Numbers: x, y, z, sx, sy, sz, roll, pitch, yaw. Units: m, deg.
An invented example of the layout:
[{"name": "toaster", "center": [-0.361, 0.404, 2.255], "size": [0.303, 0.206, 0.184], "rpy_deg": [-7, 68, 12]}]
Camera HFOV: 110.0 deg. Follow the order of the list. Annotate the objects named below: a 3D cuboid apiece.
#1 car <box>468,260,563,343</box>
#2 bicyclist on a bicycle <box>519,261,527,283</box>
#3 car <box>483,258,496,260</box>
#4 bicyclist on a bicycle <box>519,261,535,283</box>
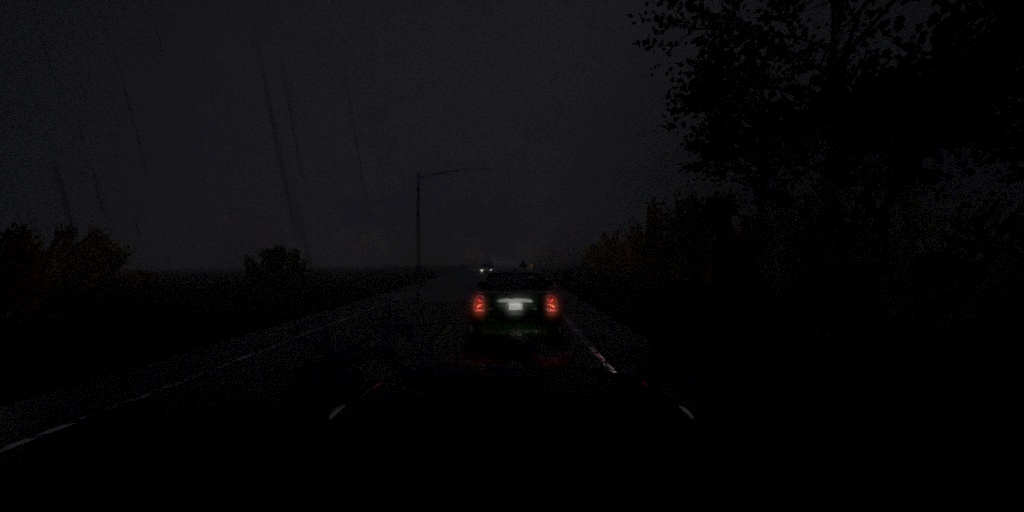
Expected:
[{"name": "car", "center": [0.073, 1.099, 9.783], "size": [2.097, 1.767, 4.553], "rpy_deg": [0, 0, 0]}, {"name": "bicyclist on a bicycle", "center": [0.843, 1.193, 27.244], "size": [0.582, 1.620, 1.656], "rpy_deg": [0, 0, 0]}, {"name": "car", "center": [-4.032, 1.213, 58.168], "size": [1.882, 1.535, 5.008], "rpy_deg": [0, 0, -1]}, {"name": "bicyclist on a bicycle", "center": [0.905, 1.181, 17.127], "size": [0.866, 1.612, 1.509], "rpy_deg": [0, 0, 0]}]
